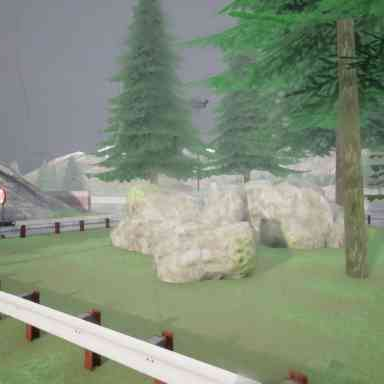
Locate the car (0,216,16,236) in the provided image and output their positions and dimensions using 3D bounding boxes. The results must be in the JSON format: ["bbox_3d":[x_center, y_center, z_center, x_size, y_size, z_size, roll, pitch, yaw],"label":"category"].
[{"bbox_3d":[-10.811,1.358,15.595,5.357,1.411,2.033,0,0,22],"label":"car"}]
